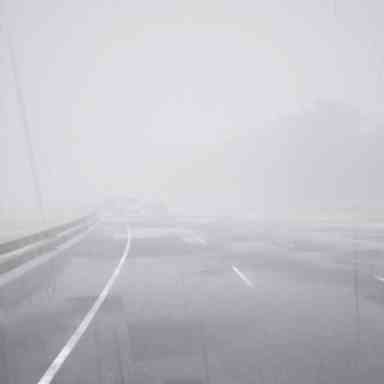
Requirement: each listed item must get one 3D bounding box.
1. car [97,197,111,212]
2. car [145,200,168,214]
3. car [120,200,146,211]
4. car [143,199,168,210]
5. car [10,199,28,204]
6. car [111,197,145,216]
[{"bbox_3d":[-11.929,1.721,47.841,2.150,2.045,5.566,0,0,-31],"label":"car"},{"bbox_3d":[-4.439,1.839,40.107,1.882,1.535,5.008,0,0,-22],"label":"car"},{"bbox_3d":[-8.855,1.973,49.515,2.128,1.511,4.902,0,0,-31],"label":"car"},{"bbox_3d":[-5.723,1.939,51.089,1.882,1.535,5.008,0,0,-31],"label":"car"},{"bbox_3d":[-44.618,2.508,84.472,4.902,1.511,2.128,-1,-1,34],"label":"car"},{"bbox_3d":[-7.473,1.600,38.280,2.150,2.045,5.566,0,0,-22],"label":"car"}]
